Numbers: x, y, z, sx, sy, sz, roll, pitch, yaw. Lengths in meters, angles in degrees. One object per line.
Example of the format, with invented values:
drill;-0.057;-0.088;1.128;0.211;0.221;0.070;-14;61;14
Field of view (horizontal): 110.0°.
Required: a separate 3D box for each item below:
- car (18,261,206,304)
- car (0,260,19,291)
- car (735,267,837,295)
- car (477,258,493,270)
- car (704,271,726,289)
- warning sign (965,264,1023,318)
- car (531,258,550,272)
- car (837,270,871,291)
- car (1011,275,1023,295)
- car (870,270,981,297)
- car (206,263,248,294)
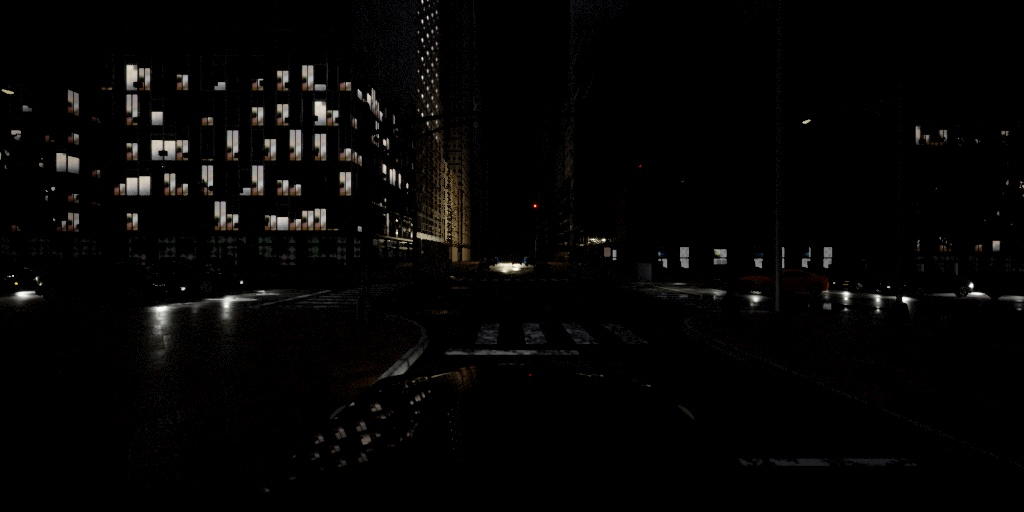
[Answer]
car;-15.373;0.998;14.018;4.892;1.490;1.837;1;0;-3
car;-24.429;0.891;16.844;4.181;1.385;1.994;1;0;-3
car;16.729;1.554;22.252;5.008;1.535;1.882;1;0;-3
car;-4.086;1.343;52.087;1.802;1.307;4.207;0;0;0
car;16.320;1.546;25.487;5.008;1.535;1.882;1;0;-3
warning sign;17.262;1.204;12.818;1.060;1.860;1.300;0;0;-3
car;3.873;1.329;46.604;1.948;1.339;4.313;0;0;0
car;25.618;1.740;25.929;4.892;1.490;1.837;1;0;-3
car;35.916;2.021;23.158;4.718;1.301;1.895;1;0;-3
car;26.129;1.750;22.700;4.892;1.490;1.837;1;0;-3
car;-15.524;0.995;17.264;4.892;1.490;1.837;1;0;-3
